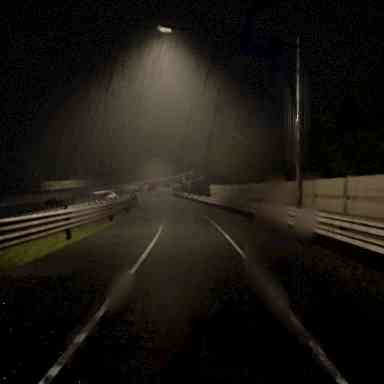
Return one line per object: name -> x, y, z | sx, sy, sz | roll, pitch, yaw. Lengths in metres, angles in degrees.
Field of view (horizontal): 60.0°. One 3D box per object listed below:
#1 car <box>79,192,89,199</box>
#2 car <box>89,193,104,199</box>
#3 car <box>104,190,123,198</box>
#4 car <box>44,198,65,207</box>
car -> -25.879, 0.853, 81.165 | 1.837, 1.490, 4.892 | 1, 3, 7
car -> -22.402, 0.918, 80.766 | 2.128, 1.511, 4.902 | 1, 3, 7
car -> -18.925, 0.957, 80.366 | 1.812, 1.442, 4.674 | 1, 3, 7
car -> -24.845, 1.763, 60.137 | 1.837, 1.490, 4.892 | 1, 3, 7
